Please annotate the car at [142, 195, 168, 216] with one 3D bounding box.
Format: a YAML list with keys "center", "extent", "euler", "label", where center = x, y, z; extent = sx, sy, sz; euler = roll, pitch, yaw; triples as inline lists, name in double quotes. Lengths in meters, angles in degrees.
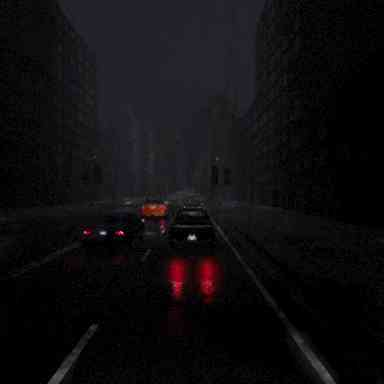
- center: [-3.249, 1.331, 29.620]
  extent: [2.097, 1.767, 4.553]
  euler: [0, 0, 0]
  label: "car"

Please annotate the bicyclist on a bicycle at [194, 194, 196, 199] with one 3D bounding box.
- center: [0.895, 1.359, 90.455]
  extent: [0.582, 1.620, 1.656]
  euler: [0, 0, 0]
  label: "bicyclist on a bicycle"

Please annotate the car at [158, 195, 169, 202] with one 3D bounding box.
- center: [-6.499, 1.375, 75.933]
  extent: [2.128, 1.511, 4.902]
  euler: [0, 0, 0]
  label: "car"

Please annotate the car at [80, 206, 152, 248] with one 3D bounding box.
- center: [-3.249, 1.553, 14.650]
  extent: [2.033, 1.411, 5.357]
  euler: [0, 0, 0]
  label: "car"

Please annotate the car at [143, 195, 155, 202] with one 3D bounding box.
- center: [-9.750, 1.390, 75.933]
  extent: [2.033, 1.411, 5.357]
  euler: [0, 0, 0]
  label: "car"

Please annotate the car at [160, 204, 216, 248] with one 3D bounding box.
- center: [0.000, 1.485, 14.650]
  extent: [2.128, 1.511, 4.902]
  euler: [0, 0, 0]
  label: "car"

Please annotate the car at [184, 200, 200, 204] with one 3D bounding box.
- center: [0.000, 1.460, 29.650]
  extent: [2.128, 1.511, 4.902]
  euler: [0, 0, 0]
  label: "car"
